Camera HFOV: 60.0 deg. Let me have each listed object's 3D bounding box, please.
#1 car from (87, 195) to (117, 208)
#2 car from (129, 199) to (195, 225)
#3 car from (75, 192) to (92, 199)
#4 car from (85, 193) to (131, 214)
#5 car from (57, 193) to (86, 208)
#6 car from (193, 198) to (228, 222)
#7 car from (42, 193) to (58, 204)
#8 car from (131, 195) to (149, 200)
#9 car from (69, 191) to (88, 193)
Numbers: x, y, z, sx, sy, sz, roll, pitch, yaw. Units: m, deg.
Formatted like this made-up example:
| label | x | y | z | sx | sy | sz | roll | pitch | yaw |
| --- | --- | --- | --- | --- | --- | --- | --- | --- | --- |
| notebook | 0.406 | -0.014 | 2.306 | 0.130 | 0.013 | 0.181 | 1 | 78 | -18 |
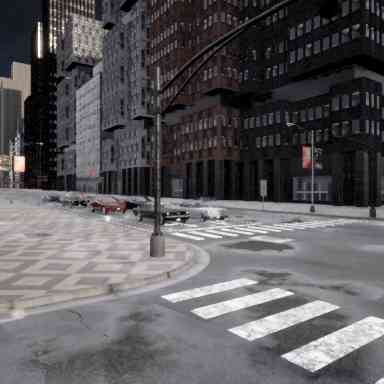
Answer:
| label | x | y | z | sx | sy | sz | roll | pitch | yaw |
| --- | --- | --- | --- | --- | --- | --- | --- | --- | --- |
| car | -10.885 | 1.072 | 39.940 | 1.895 | 1.301 | 4.718 | 0 | 1 | -36 |
| car | -2.113 | 1.355 | 22.158 | 1.895 | 1.301 | 4.718 | 0 | 1 | -36 |
| car | -21.760 | 0.635 | 66.539 | 1.895 | 1.301 | 4.718 | 0 | 1 | -36 |
| car | -7.592 | 1.100 | 29.781 | 1.882 | 1.535 | 5.008 | 0 | 1 | -36 |
| car | -13.477 | 1.077 | 37.980 | 1.895 | 1.301 | 4.718 | 0 | 1 | -36 |
| car | 0.485 | 1.350 | 24.113 | 1.895 | 1.301 | 4.718 | 0 | 1 | -36 |
| car | -19.724 | 0.863 | 46.744 | 2.033 | 1.411 | 5.357 | 0 | 1 | -35 |
| car | -4.996 | 1.094 | 31.741 | 1.882 | 1.535 | 5.008 | 0 | 1 | -36 |
| car | -16.784 | 0.671 | 48.213 | 2.097 | 1.767 | 4.553 | 0 | 1 | -35 |
